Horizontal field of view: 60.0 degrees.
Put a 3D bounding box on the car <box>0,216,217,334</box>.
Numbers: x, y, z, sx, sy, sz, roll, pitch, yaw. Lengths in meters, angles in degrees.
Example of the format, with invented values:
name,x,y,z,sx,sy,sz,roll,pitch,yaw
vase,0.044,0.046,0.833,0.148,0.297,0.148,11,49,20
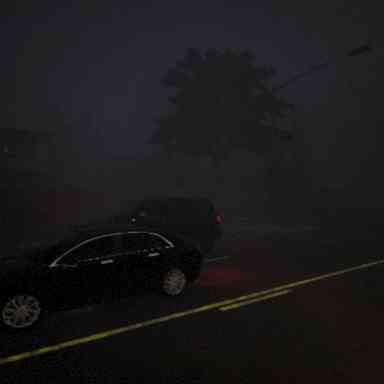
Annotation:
name,x,y,z,sx,sy,sz,roll,pitch,yaw
car,-2.017,1.491,6.852,4.892,1.490,1.837,0,0,-35

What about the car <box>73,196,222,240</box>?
name,x,y,z,sx,sy,sz,roll,pitch,yaw
car,-1.488,1.188,11.527,5.566,2.045,2.150,0,0,-35
